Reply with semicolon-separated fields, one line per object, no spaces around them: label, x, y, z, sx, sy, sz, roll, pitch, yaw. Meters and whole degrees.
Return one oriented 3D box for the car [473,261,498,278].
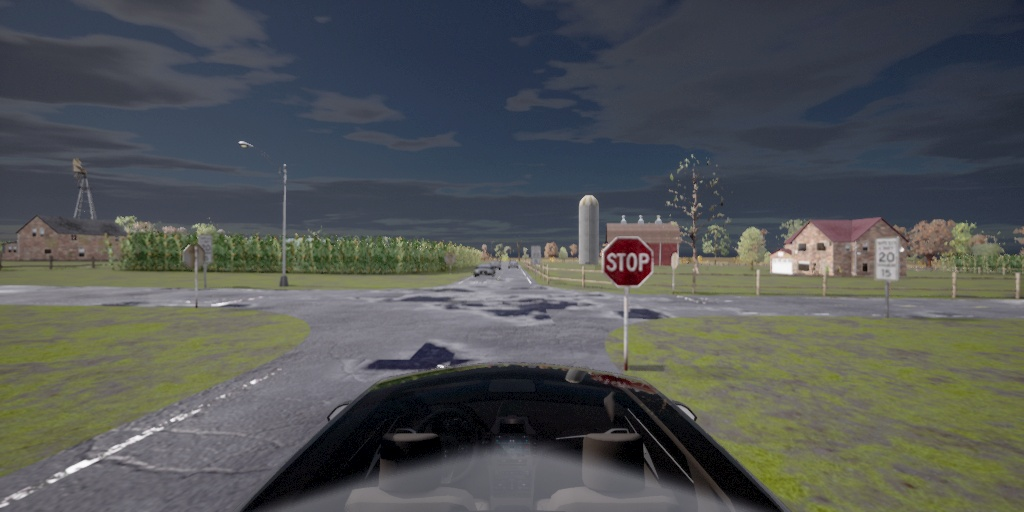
car;-2.752;1.453;36.363;1.994;1.385;4.181;0;0;0

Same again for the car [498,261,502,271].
car;-2.674;1.491;56.372;1.837;1.490;4.892;0;0;0

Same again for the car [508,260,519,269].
car;0.232;1.570;63.270;2.033;1.411;5.357;0;0;0
